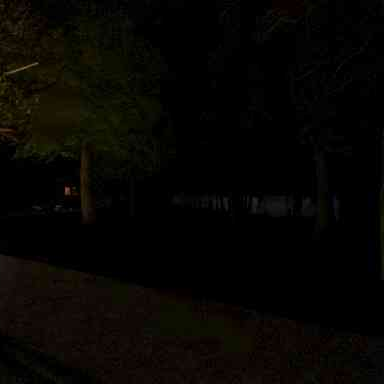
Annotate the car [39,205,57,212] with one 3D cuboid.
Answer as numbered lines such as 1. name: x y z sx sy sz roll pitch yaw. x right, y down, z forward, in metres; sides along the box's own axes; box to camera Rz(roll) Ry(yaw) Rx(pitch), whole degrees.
1. car: -33.375 3.886 77.202 1.837 1.490 4.892 0 -2 -9

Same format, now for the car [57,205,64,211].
1. car: -35.087 4.238 87.486 2.128 1.511 4.902 0 -2 -9

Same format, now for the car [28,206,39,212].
1. car: -36.794 4.000 77.956 2.033 1.411 5.357 0 -2 -9
